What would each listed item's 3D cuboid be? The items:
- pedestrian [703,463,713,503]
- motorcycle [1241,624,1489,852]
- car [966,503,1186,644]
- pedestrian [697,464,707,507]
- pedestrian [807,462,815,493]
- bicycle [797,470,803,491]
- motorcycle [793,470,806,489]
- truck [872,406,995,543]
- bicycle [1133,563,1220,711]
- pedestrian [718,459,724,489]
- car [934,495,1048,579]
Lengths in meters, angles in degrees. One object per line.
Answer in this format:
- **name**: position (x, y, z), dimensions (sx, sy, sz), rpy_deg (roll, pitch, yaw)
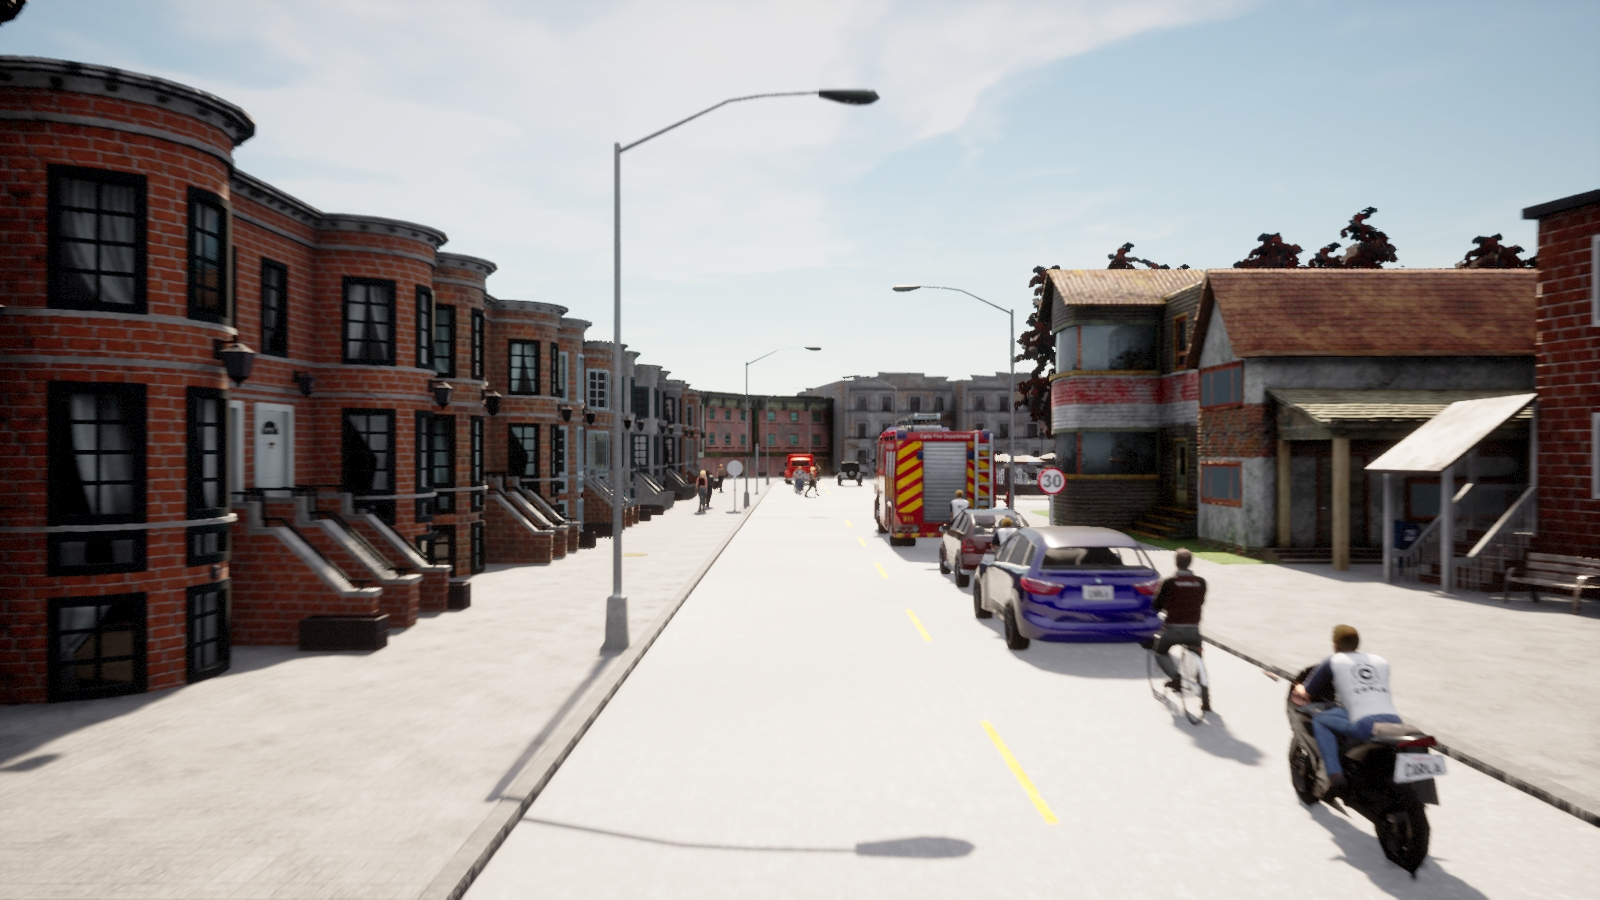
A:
- **pedestrian**: position (-4.265, 1.524, 52.904), dimensions (0.375, 1.860, 0.375), rpy_deg (0, 0, -15)
- **motorcycle**: position (4.000, 1.993, 8.311), dimensions (0.803, 1.145, 2.033), rpy_deg (0, 0, 0)
- **car**: position (4.001, 1.747, 17.475), dimensions (2.242, 1.667, 4.611), rpy_deg (0, 0, 0)
- **pedestrian**: position (-4.210, 1.523, 49.016), dimensions (0.375, 1.860, 0.375), rpy_deg (0, 0, 4)
- **pedestrian**: position (0.669, 1.628, 67.468), dimensions (0.375, 1.860, 0.375), rpy_deg (0, 0, -14)
- **bicycle**: position (-0.013, 1.935, 72.301), dimensions (0.373, 1.296, 1.643), rpy_deg (0, -1, 0)
- **motorcycle**: position (-0.016, 1.961, 76.062), dimensions (0.856, 1.236, 1.805), rpy_deg (0, -1, 0)
- **truck**: position (3.995, 0.671, 36.145), dimensions (2.891, 3.827, 8.468), rpy_deg (0, 0, 0)
- **bicycle**: position (3.993, 1.940, 12.223), dimensions (0.329, 1.271, 1.835), rpy_deg (0, 0, 0)
- **pedestrian**: position (-5.014, 1.524, 72.696), dimensions (0.375, 1.860, 0.375), rpy_deg (0, 0, 3)
- **car**: position (4.006, 1.800, 24.486), dimensions (1.789, 1.549, 3.705), rpy_deg (0, 0, 0)
